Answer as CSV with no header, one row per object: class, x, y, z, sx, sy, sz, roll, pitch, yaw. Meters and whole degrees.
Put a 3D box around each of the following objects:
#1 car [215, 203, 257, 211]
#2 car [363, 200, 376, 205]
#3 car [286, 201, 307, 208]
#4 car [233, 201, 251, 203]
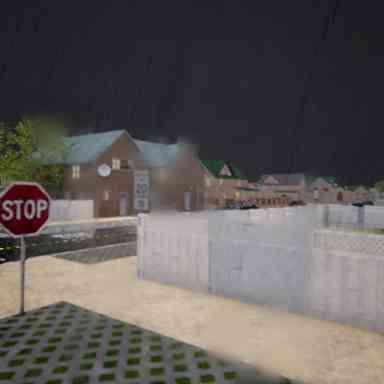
car,3.046,1.718,25.008,1.895,1.301,4.718,1,0,35
car,43.003,2.583,81.691,2.033,1.411,5.357,1,0,35
car,14.674,1.930,46.275,1.812,1.442,4.674,1,0,35
car,4.630,1.651,32.189,2.128,1.511,4.902,1,0,35
